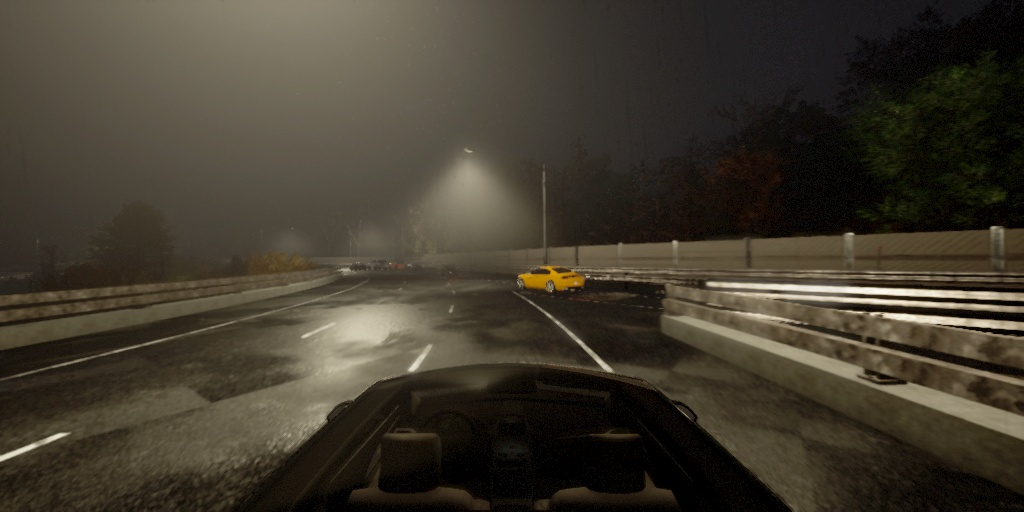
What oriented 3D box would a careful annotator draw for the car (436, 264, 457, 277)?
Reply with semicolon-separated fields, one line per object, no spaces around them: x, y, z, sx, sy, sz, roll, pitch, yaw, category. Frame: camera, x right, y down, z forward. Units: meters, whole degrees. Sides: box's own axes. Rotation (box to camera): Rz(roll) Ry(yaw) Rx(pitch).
-7.835;1.659;42.950;1.837;1.490;4.892;0;-1;-21;car

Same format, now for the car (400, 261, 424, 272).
-16.935;1.972;61.760;2.033;1.411;5.357;0;-1;-35;car

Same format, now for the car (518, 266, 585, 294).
2.220;1.364;21.771;1.882;1.535;5.008;-1;0;-31;car
